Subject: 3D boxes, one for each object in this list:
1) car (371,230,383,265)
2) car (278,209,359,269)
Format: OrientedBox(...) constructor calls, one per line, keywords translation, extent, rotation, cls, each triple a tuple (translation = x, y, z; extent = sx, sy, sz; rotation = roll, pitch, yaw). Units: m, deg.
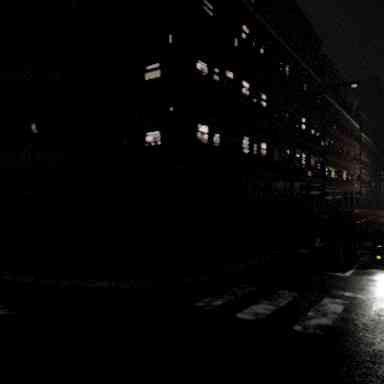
OrientedBox(translation=(7.843, 1.860, 12.129), extent=(1.994, 1.385, 4.181), rotation=(0, -1, 35), cls="car")
OrientedBox(translation=(4.966, 1.596, 12.569), extent=(2.192, 1.841, 5.009), rotation=(-1, -2, 35), cls="car")
